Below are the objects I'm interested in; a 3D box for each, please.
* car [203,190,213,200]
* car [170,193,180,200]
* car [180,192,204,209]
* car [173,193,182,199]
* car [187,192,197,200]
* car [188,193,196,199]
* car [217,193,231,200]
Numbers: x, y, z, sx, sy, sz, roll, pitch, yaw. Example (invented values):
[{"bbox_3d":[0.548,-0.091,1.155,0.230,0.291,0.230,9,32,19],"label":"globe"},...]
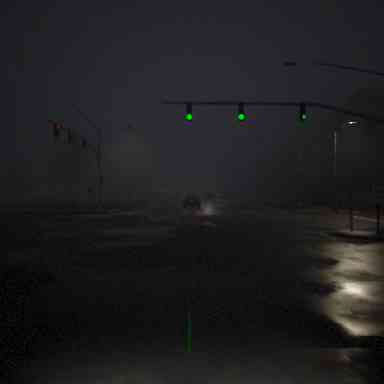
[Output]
[{"bbox_3d":[3.457,0.977,69.655,1.837,1.490,4.892,0,0,0],"label":"car"},{"bbox_3d":[-3.543,1.068,70.098,1.895,1.301,4.718,0,0,0],"label":"car"},{"bbox_3d":[-0.021,1.053,39.828,2.097,1.767,4.553,0,0,0],"label":"car"},{"bbox_3d":[-3.550,0.873,80.067,1.994,1.385,4.181,0,0,0],"label":"car"},{"bbox_3d":[-0.043,0.829,70.038,2.097,1.767,4.553,0,0,0],"label":"car"},{"bbox_3d":[-0.051,0.915,80.100,1.895,1.301,4.718,0,0,0],"label":"car"},{"bbox_3d":[6.957,1.069,70.105,1.895,1.301,4.718,0,0,0],"label":"car"}]
